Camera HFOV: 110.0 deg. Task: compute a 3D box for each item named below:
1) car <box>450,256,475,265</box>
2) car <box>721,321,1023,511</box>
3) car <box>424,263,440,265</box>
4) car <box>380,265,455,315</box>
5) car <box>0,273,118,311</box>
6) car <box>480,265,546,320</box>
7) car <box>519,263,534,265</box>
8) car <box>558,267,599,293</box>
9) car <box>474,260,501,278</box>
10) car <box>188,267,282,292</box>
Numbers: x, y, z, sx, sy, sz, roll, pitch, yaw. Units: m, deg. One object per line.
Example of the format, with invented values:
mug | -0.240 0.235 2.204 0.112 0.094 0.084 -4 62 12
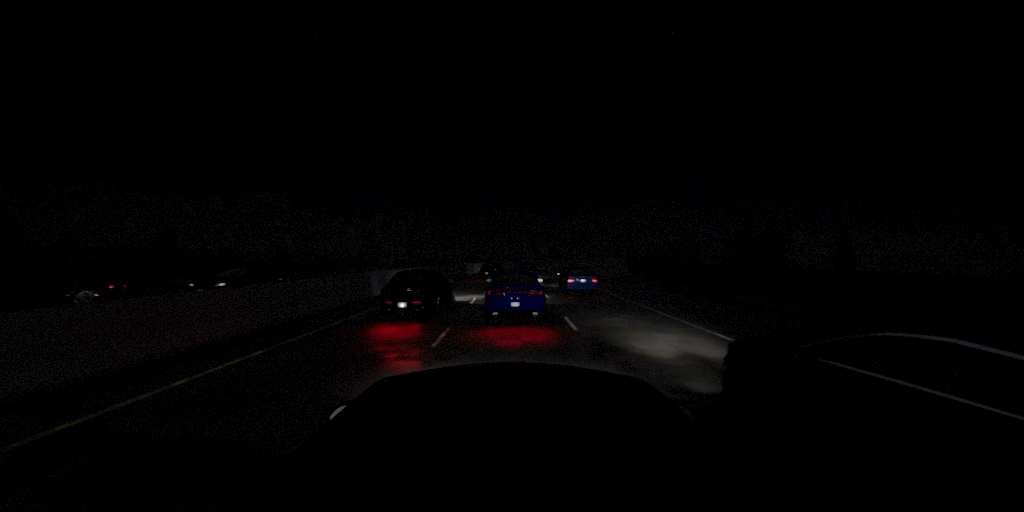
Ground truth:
car | -8.265 1.022 60.589 2.150 2.045 5.566 0 0 24
car | 3.600 1.242 2.651 2.128 1.511 4.902 0 0 0
car | -8.479 1.387 36.686 1.895 1.301 4.718 0 0 12
car | -3.389 1.267 13.534 1.837 1.490 4.892 0 0 0
car | -17.575 1.310 12.655 2.033 1.411 5.357 0 0 0
car | 0.103 1.239 12.780 1.882 1.535 5.008 0 0 0
car | 1.281 1.327 31.031 2.033 1.411 5.357 0 0 9
car | 3.758 1.317 20.908 2.033 1.411 5.357 0 0 3
car | -1.806 1.308 33.373 1.812 1.442 4.674 0 0 10
car | -13.941 1.294 18.458 1.812 1.442 4.674 0 0 2
